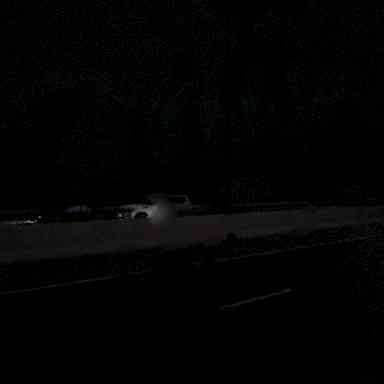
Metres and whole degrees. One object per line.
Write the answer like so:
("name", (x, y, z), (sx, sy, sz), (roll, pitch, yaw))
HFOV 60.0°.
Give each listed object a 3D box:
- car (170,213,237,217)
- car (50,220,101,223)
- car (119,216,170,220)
("car", (1.311, 1.480, 22.122), (5.008, 1.535, 1.882), (0, 0, -35))
("car", (-8.326, 1.552, 23.850), (5.357, 1.411, 2.033), (0, 0, -35))
("car", (-2.515, 1.227, 23.694), (5.566, 2.045, 2.150), (0, 0, -35))
